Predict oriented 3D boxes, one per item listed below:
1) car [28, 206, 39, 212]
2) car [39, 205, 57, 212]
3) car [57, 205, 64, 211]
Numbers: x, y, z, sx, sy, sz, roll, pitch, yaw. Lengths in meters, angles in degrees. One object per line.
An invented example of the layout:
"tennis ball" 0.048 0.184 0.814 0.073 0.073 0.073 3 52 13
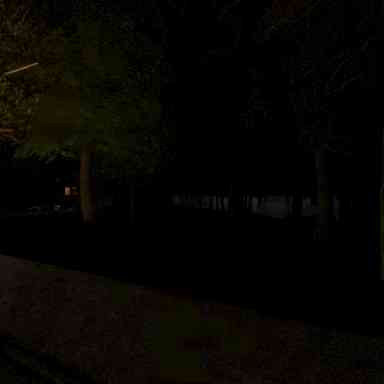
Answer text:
"car" -36.794 3.999 77.956 2.033 1.411 5.357 0 -2 -9
"car" -33.375 3.885 77.202 1.837 1.490 4.892 0 -2 -9
"car" -35.087 4.237 87.486 2.128 1.511 4.902 0 -2 -9
